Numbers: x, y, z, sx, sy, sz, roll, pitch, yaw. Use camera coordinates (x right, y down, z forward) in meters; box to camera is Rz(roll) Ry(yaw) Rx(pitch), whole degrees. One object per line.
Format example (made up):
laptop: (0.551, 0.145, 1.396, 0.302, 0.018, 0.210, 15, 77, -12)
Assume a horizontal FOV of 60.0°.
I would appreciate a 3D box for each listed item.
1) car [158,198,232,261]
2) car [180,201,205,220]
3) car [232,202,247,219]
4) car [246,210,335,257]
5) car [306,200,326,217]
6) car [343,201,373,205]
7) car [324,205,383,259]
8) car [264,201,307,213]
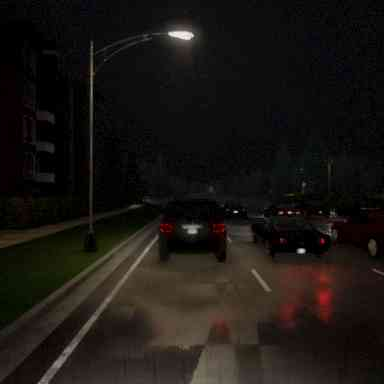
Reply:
car: (0.033, 1.225, 12.336, 2.150, 2.045, 5.566, 0, 0, 0)
car: (0.046, 1.569, 28.714, 1.994, 1.385, 4.181, 0, 0, 0)
car: (3.545, 1.569, 28.733, 1.994, 1.385, 4.181, 0, 0, 0)
car: (3.539, 1.603, 12.915, 1.895, 1.301, 4.718, 0, 0, 0)
car: (10.552, 1.481, 29.718, 1.882, 1.535, 5.008, 0, 0, 0)
car: (14.043, 1.496, 28.530, 2.128, 1.511, 4.902, 0, 0, 0)
car: (7.036, 1.479, 12.618, 1.882, 1.535, 5.008, 0, 0, 0)
car: (7.024, 1.551, 26.370, 2.033, 1.411, 5.357, 0, 0, 0)
